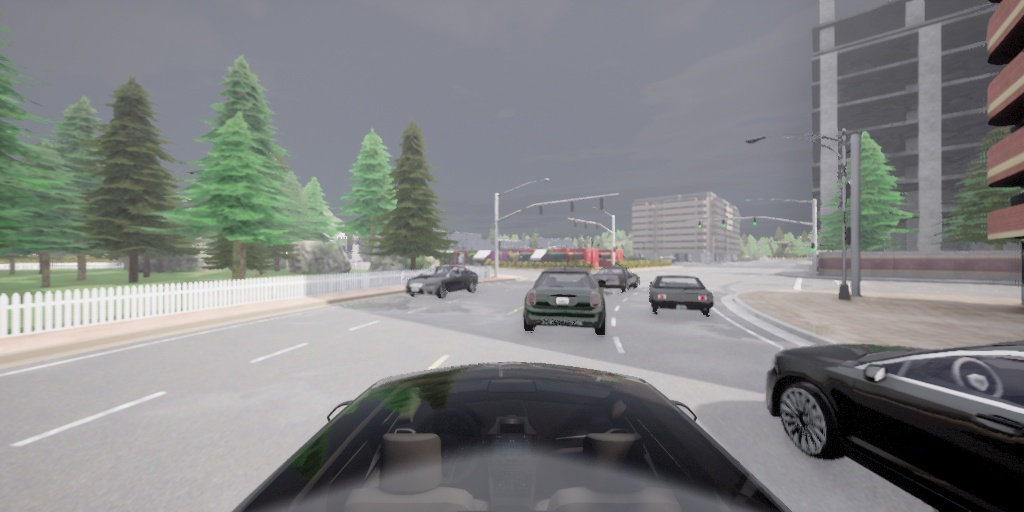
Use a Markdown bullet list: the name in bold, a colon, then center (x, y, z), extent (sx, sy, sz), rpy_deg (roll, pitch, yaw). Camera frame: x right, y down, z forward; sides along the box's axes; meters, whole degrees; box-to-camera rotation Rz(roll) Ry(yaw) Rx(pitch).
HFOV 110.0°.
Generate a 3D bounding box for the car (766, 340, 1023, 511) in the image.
- **car**: center (3.823, 1.249, 2.128), extent (2.128, 1.511, 4.902), rpy_deg (0, 0, 0)

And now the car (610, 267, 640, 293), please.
- **car**: center (6.249, 1.345, 21.462), extent (2.033, 1.411, 5.357), rpy_deg (0, 0, 31)

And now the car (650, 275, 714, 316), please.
- **car**: center (6.287, 1.384, 13.724), extent (1.895, 1.301, 4.718), rpy_deg (0, 0, 20)

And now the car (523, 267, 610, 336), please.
- **car**: center (1.727, 1.123, 10.860), extent (2.097, 1.767, 4.553), rpy_deg (0, 0, 13)

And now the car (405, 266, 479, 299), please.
- **car**: center (-3.473, 1.274, 18.590), extent (2.128, 1.511, 4.902), rpy_deg (0, 0, 23)
